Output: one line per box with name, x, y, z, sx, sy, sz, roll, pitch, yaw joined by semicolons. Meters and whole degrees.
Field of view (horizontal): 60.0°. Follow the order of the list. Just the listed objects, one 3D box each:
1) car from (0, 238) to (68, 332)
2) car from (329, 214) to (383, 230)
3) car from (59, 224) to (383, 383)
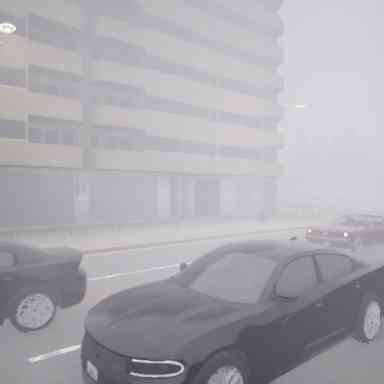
car;-4.209;1.477;5.171;5.008;1.535;1.882;0;0;-38
car;6.732;1.601;13.777;4.718;1.301;1.895;0;0;-38
car;0.986;1.478;4.807;5.008;1.535;1.882;0;0;-38
